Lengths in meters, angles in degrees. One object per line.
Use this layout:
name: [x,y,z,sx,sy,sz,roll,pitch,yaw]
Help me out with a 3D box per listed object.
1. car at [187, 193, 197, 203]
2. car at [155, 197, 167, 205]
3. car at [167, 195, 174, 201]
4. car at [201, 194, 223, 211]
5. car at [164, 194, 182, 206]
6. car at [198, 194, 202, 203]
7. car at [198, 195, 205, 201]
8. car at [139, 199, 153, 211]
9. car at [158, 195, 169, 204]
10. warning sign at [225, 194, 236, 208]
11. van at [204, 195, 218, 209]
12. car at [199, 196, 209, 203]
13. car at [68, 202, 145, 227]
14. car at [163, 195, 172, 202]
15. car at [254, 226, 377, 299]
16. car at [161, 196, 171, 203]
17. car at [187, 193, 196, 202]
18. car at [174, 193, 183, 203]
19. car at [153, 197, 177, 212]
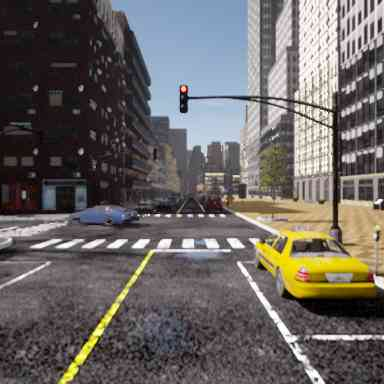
car: [-0.082,1.583,69.377,1.837,1.490,4.892,0,0,0]
car: [-5.768,1.610,62.700,1.887,1.381,4.507,0,0,0]
car: [-5.799,1.650,90.164,1.752,1.417,4.829,0,0,0]
car: [2.637,1.343,40.605,2.192,1.841,5.009,0,0,0]
car: [-3.151,1.553,54.711,1.837,1.490,4.892,0,0,0]
car: [2.611,1.380,62.710,2.192,1.841,5.009,0,0,0]
car: [2.580,1.651,90.514,1.752,1.417,4.829,0,0,0]
car: [-5.741,1.579,40.594,2.008,1.369,4.403,0,0,0]
car: [-5.775,1.516,68.228,1.967,1.590,4.097,0,0,0]
warning sign: [5.020,1.148,43.864,1.300,1.860,1.060,0,0,0]
van: [2.631,1.377,46.130,1.690,1.788,3.998,0,0,0]
car: [2.599,1.632,73.764,1.887,1.381,4.507,0,0,0]
car: [-6.331,1.635,23.681,5.357,1.411,2.033,-1,0,27]
car: [-5.788,1.540,79.281,1.967,1.590,4.097,0,0,0]
car: [2.676,1.528,8.361,1.752,1.417,4.829,0,0,0]
car: [-5.781,1.670,73.754,1.802,1.307,4.206,0,0,0]
car: [-0.093,1.239,79.825,2.150,2.045,5.566,0,0,0]
car: [-3.082,1.289,70.048,2.150,2.045,5.566,0,0,0]
car: [-3.146,1.628,39.186,1.895,1.301,4.718,0,0,0]
